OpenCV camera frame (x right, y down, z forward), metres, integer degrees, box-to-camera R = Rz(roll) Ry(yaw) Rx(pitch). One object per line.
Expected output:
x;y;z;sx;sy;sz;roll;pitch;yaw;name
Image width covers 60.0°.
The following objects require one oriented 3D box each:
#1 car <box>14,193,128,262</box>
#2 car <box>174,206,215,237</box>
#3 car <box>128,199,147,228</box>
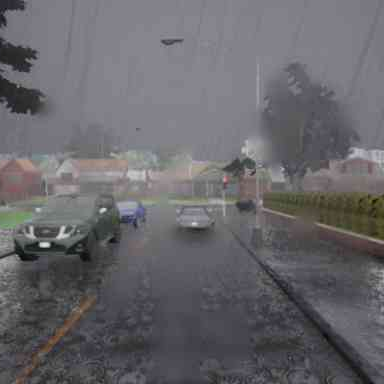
-4.069;1.089;11.999;2.150;2.045;5.566;0;0;0;car
0.110;1.379;16.976;1.994;1.385;4.181;0;1;0;car
-3.986;1.251;20.667;1.882;1.535;5.008;0;1;0;car
